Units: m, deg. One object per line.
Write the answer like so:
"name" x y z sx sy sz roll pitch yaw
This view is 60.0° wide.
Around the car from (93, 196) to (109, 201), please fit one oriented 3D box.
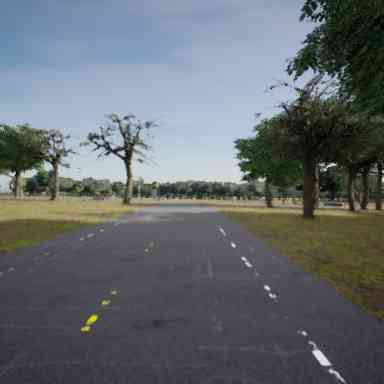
"car" -24.720 1.750 90.582 4.181 1.385 1.994 2 0 0
